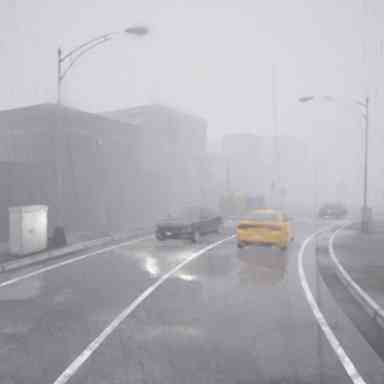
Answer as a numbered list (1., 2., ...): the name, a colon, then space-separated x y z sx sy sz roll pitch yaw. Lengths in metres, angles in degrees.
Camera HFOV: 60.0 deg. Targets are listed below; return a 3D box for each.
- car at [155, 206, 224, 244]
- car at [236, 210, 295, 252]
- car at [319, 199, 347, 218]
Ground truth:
1. car: 0.024 1.449 16.031 1.882 1.535 5.008 1 0 23
2. car: 3.316 1.507 14.417 1.882 1.535 5.008 1 0 22
3. car: 13.627 1.721 32.041 1.994 1.385 4.181 1 0 34
